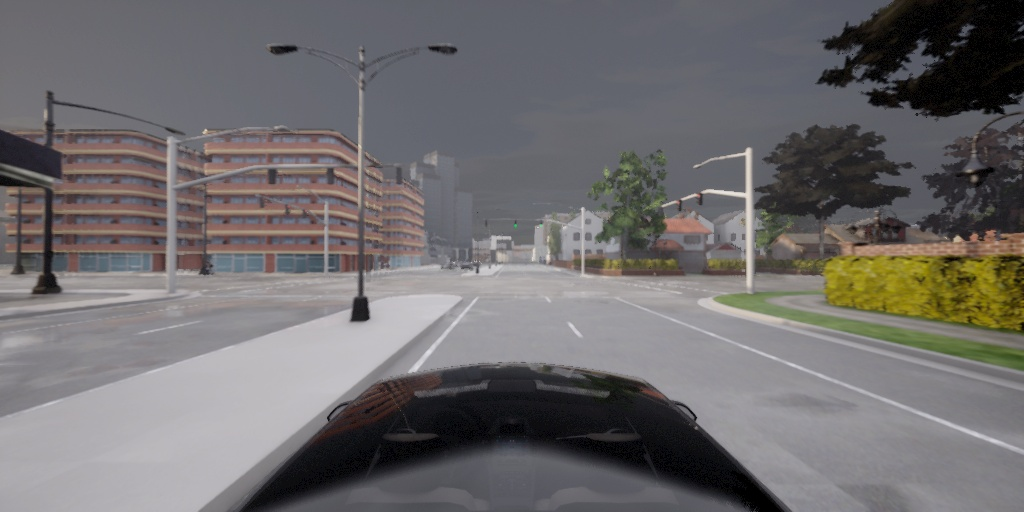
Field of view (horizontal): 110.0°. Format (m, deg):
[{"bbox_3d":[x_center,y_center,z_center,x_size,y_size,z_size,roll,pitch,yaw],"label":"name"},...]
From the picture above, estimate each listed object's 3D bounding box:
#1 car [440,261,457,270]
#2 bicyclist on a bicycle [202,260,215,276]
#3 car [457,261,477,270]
[{"bbox_3d":[-11.519,1.720,64.120,2.128,1.511,4.902,0,0,0],"label":"car"},{"bbox_3d":[-32.100,1.274,37.968,0.582,1.620,1.656,0,0,-1],"label":"bicyclist on a bicycle"},{"bbox_3d":[-8.012,1.775,64.068,2.033,1.411,5.357,0,0,0],"label":"car"}]
